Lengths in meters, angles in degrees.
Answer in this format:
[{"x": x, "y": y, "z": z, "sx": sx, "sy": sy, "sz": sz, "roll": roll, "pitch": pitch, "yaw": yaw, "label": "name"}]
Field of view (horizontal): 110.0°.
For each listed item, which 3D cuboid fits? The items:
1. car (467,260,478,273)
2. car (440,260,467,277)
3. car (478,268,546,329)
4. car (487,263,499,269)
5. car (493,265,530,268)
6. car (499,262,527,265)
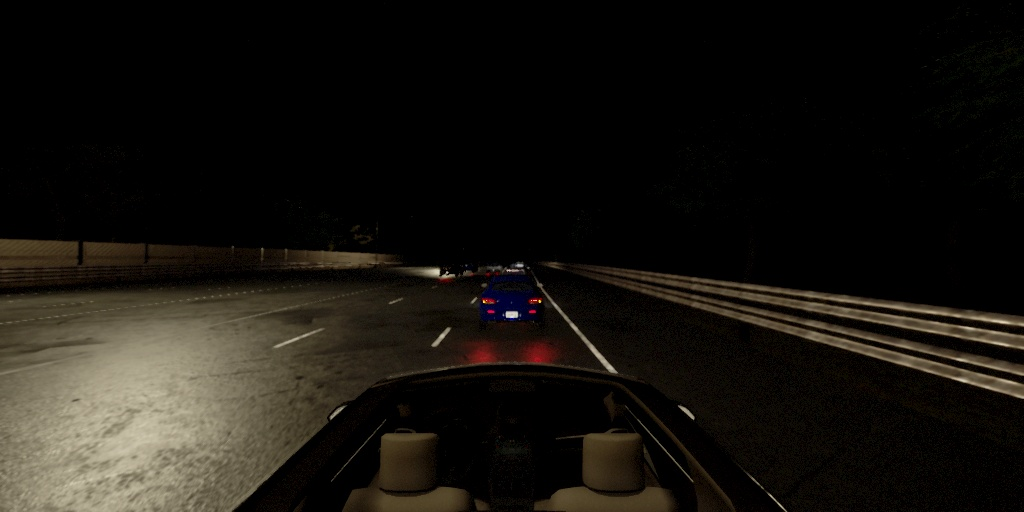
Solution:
[{"x": -5.875, "y": 1.328, "z": 48.925, "sx": 2.097, "sy": 1.767, "sz": 4.553, "roll": 0, "pitch": -1, "yaw": 2, "label": "car"}, {"x": -6.275, "y": 1.385, "z": 37.647, "sx": 1.837, "sy": 1.490, "sz": 4.892, "roll": 0, "pitch": 0, "yaw": 2, "label": "car"}, {"x": 0.005, "y": 1.289, "z": 11.228, "sx": 1.812, "sy": 1.442, "sz": 4.674, "roll": 0, "pitch": 0, "yaw": 0, "label": "car"}, {"x": -2.358, "y": 1.583, "z": 49.272, "sx": 1.895, "sy": 1.301, "sz": 4.718, "roll": 0, "pitch": -1, "yaw": 2, "label": "car"}, {"x": 0.118, "y": 1.376, "z": 20.946, "sx": 1.895, "sy": 1.301, "sz": 4.718, "roll": 0, "pitch": 0, "yaw": 1, "label": "car"}, {"x": 0.408, "y": 1.293, "z": 28.521, "sx": 2.128, "sy": 1.511, "sz": 4.902, "roll": 0, "pitch": 0, "yaw": 2, "label": "car"}]
